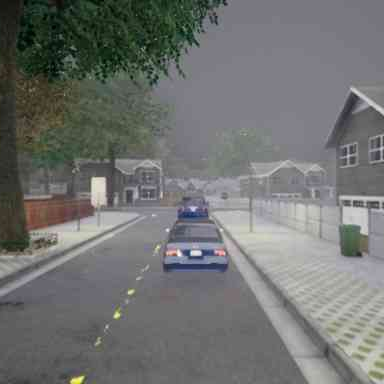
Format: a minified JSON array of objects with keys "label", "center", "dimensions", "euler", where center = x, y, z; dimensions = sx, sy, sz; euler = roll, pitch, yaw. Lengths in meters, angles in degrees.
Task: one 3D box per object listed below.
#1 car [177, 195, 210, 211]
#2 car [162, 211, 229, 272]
[{"label":"car","center":[0.089,1.253,24.025],"dimensions":[2.150,2.045,5.566],"euler":[0,0,0]},{"label":"car","center":[0.094,1.563,10.741],"dimensions":[2.033,1.411,5.357],"euler":[0,0,0]}]
